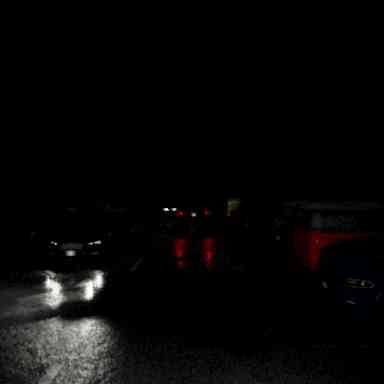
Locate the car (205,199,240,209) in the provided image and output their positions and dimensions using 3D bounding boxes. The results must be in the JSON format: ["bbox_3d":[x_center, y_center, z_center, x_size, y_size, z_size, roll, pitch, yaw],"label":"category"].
[{"bbox_3d":[4.852,1.962,53.452,5.366,1.575,1.946,0,-1,0],"label":"car"}]

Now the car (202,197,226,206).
[{"bbox_3d":[5.063,2.300,78.381,5.566,2.045,2.435,0,-2,0],"label":"car"}]

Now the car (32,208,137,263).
[{"bbox_3d":[-3.600,1.568,12.317,2.128,1.511,4.902,0,0,0],"label":"car"}]

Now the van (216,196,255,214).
[{"bbox_3d":[5.154,1.526,39.751,4.442,1.987,1.878,0,0,0],"label":"van"}]

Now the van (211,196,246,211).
[{"bbox_3d":[4.920,1.565,45.299,4.442,1.987,1.878,0,-1,0],"label":"van"}]

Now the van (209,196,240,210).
[{"bbox_3d":[4.920,1.675,50.690,4.442,1.987,1.878,0,-1,0],"label":"van"}]

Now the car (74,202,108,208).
[{"bbox_3d":[-8.227,1.610,20.329,5.366,1.575,1.946,0,0,0],"label":"car"}]

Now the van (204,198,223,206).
[{"bbox_3d":[5.152,2.410,81.271,4.442,1.987,1.878,0,-2,0],"label":"van"}]

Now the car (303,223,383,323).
[{"bbox_3d":[5.045,1.514,6.383,5.008,1.535,2.097,0,0,0],"label":"car"}]

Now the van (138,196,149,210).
[{"bbox_3d":[-8.159,1.546,42.540,4.442,1.987,1.878,0,0,0],"label":"van"}]

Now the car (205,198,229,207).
[{"bbox_3d":[5.004,2.161,67.304,4.553,1.767,2.185,0,-1,0],"label":"car"}]

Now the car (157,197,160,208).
[{"bbox_3d":[-8.041,2.009,53.620,4.674,1.452,2.002,0,-1,0],"label":"car"}]

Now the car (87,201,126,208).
[{"bbox_3d":[-8.048,1.654,25.881,4.892,1.521,2.231,0,0,0],"label":"car"}]

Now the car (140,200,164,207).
[{"bbox_3d":[-8.042,2.332,67.497,4.674,1.452,2.002,0,-1,0],"label":"car"}]

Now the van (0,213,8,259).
[{"bbox_3d":[-7.924,1.309,9.226,4.442,1.987,1.878,0,0,0],"label":"van"}]

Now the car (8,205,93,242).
[{"bbox_3d":[-8.070,1.623,17.553,4.792,1.488,2.163,0,0,0],"label":"car"}]

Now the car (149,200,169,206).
[{"bbox_3d":[-8.040,2.640,81.367,4.892,1.521,2.231,0,-2,0],"label":"car"}]

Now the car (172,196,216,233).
[{"bbox_3d":[0.098,1.361,20.996,2.150,2.045,5.566,0,0,0],"label":"car"}]

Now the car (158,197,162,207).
[{"bbox_3d":[-8.073,2.063,56.397,4.792,1.488,2.163,0,-1,0],"label":"car"}]

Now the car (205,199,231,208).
[{"bbox_3d":[5.031,2.225,64.656,5.008,1.535,2.097,0,-1,0],"label":"car"}]

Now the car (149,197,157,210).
[{"bbox_3d":[-8.014,1.540,45.316,5.566,2.045,2.435,0,0,0],"label":"car"}]

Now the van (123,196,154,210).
[{"bbox_3d":[-8.160,1.679,50.851,4.442,1.987,1.878,0,-1,0],"label":"van"}]

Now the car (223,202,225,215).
[{"bbox_3d":[5.041,1.693,25.898,4.674,1.452,2.002,0,0,0],"label":"car"}]

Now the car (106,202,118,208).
[{"bbox_3d":[-8.035,1.634,23.105,4.892,1.521,2.231,0,0,0],"label":"car"}]

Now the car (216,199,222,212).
[{"bbox_3d":[5.032,1.711,34.084,5.008,1.535,2.097,0,0,0],"label":"car"}]

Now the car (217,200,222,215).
[{"bbox_3d":[5.036,1.732,31.313,4.674,1.452,2.002,0,0,0],"label":"car"}]

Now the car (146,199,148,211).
[{"bbox_3d":[-8.040,1.792,39.761,4.674,1.452,2.002,0,0,0],"label":"car"}]

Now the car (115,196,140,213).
[{"bbox_3d":[-8.073,1.587,34.210,4.553,1.767,2.185,0,0,0],"label":"car"}]

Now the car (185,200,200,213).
[{"bbox_3d":[0.095,1.798,42.774,1.837,1.490,4.892,0,0,0],"label":"car"}]

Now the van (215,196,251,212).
[{"bbox_3d":[5.154,1.545,42.396,4.442,1.987,1.878,0,0,0],"label":"van"}]

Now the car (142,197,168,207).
[{"bbox_3d":[-8.073,2.169,73.055,5.566,2.045,2.435,0,-1,0],"label":"car"}]

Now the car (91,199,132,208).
[{"bbox_3d":[-8.227,1.670,28.657,5.366,1.575,1.946,0,0,0],"label":"car"}]

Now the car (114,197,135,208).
[{"bbox_3d":[-8.073,1.567,31.434,4.553,1.767,2.185,0,0,0],"label":"car"}]

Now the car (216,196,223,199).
[{"bbox_3d":[5.009,1.481,36.981,5.566,2.045,2.435,0,0,0],"label":"car"}]

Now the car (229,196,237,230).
[{"bbox_3d":[5.011,1.341,17.464,5.566,2.045,2.435,0,0,0],"label":"car"}]

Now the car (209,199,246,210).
[{"bbox_3d":[5.042,1.837,47.915,5.008,1.535,2.097,0,-1,0],"label":"car"}]

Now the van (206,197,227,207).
[{"bbox_3d":[5.152,2.125,70.075,4.442,1.987,1.878,0,-1,0],"label":"van"}]

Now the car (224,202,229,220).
[{"bbox_3d":[5.033,1.632,23.004,5.008,1.535,2.097,0,0,0],"label":"car"}]

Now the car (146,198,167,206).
[{"bbox_3d":[-8.014,2.362,75.823,4.553,1.767,2.185,0,-1,0],"label":"car"}]

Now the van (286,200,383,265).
[{"bbox_3d":[5.156,1.308,9.154,4.442,1.987,1.878,0,0,0],"label":"van"}]

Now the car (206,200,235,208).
[{"bbox_3d":[5.030,2.095,58.992,4.892,1.521,2.231,0,-1,0],"label":"car"}]

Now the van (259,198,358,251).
[{"bbox_3d":[4.922,1.327,11.924,4.442,1.987,1.878,0,0,0],"label":"van"}]

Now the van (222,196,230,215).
[{"bbox_3d":[5.155,1.447,28.671,4.442,1.987,1.878,0,0,0],"label":"van"}]

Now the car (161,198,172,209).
[{"bbox_3d":[-3.558,2.105,55.867,1.994,1.385,4.181,0,-1,0],"label":"car"}]

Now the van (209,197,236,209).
[{"bbox_3d":[5.153,1.804,56.228,4.442,1.987,1.878,0,-1,0],"label":"van"}]

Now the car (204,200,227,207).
[{"bbox_3d":[5.029,2.416,72.840,4.892,1.521,2.231,0,-1,0],"label":"car"}]

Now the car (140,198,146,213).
[{"bbox_3d":[-8.048,1.732,36.986,5.008,1.535,2.097,0,0,0],"label":"car"}]

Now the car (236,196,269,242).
[{"bbox_3d":[5.011,1.322,14.694,5.566,2.045,2.435,0,0,0],"label":"car"}]
